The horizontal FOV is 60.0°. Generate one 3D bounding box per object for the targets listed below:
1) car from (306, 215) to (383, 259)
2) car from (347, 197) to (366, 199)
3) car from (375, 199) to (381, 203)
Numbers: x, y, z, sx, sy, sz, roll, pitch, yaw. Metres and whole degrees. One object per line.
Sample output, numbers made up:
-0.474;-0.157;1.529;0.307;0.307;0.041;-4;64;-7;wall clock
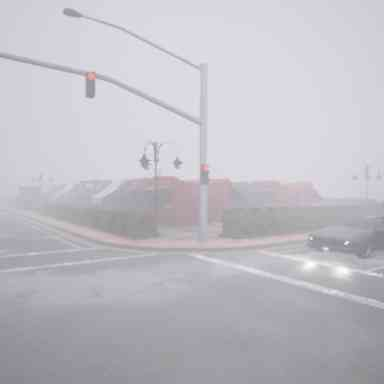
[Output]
6.847;1.627;13.182;5.357;1.411;2.033;1;0;-35;car
25.370;1.662;53.052;1.932;1.855;4.605;1;0;-35;car
29.902;1.958;56.300;1.970;1.475;3.806;1;0;-35;car
